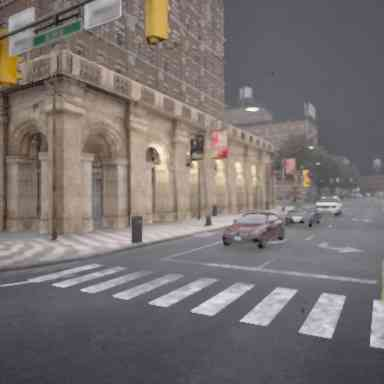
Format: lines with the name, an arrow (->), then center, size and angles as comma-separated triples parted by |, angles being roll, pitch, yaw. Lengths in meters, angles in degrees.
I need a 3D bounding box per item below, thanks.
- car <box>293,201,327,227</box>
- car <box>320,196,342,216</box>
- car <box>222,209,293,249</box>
car -> 8.379, 1.706, 24.795 | 2.128, 1.511, 4.902 | -1, -1, 30
car -> 14.858, 1.506, 35.948 | 2.150, 2.045, 5.566 | -1, -1, 30
car -> 3.107, 1.686, 15.804 | 1.812, 1.442, 4.674 | -1, -1, 31
